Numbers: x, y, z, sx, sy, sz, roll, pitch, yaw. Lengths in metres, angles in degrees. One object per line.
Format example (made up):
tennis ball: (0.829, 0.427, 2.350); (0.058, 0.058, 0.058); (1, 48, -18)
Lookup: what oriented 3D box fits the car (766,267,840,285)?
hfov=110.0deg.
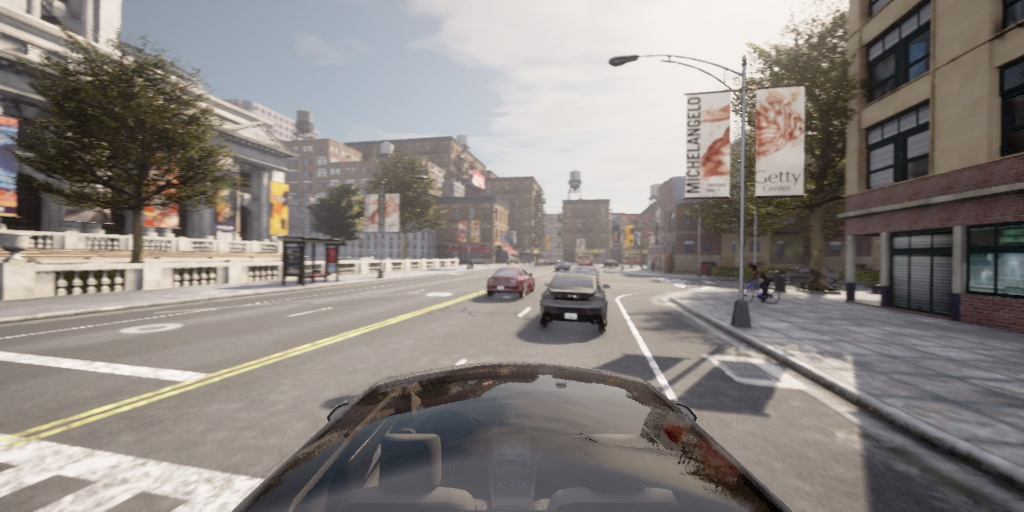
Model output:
car: (23.688, 1.595, 29.371); (4.892, 1.490, 1.837); (1, 0, 12)

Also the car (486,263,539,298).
car: (0.002, 1.284, 18.469); (1.812, 1.442, 4.674); (1, 0, 13)

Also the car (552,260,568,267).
car: (7.049, 1.472, 49.538); (1.895, 1.301, 4.718); (1, 0, 13)

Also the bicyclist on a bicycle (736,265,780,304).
bicyclist on a bicycle: (10.304, 1.199, 15.013); (1.656, 1.620, 0.582); (0, 0, 13)

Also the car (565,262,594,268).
car: (5.027, 1.378, 24.724); (2.033, 1.411, 5.357); (1, 0, 13)

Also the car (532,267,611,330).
car: (2.029, 1.287, 11.439); (1.837, 1.490, 4.892); (1, 0, 13)
